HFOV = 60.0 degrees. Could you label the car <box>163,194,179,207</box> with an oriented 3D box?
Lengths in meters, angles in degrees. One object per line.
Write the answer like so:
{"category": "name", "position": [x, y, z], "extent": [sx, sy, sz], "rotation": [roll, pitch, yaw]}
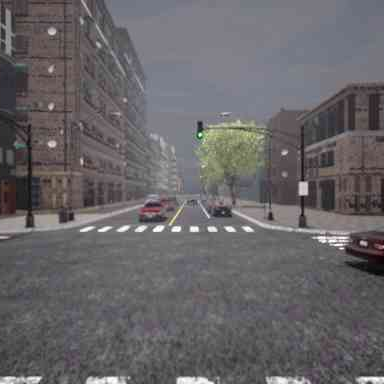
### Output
{"category": "car", "position": [-3.049, 1.470, 51.952], "extent": [1.837, 1.490, 4.892], "rotation": [0, 0, 0]}

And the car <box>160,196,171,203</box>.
{"category": "car", "position": [-5.666, 1.527, 70.702], "extent": [2.008, 1.369, 4.403], "rotation": [0, 0, 0]}

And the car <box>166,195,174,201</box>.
{"category": "car", "position": [-5.660, 1.519, 87.623], "extent": [1.752, 1.417, 4.829], "rotation": [0, 0, 0]}

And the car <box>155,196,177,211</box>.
{"category": "car", "position": [-3.061, 1.493, 39.717], "extent": [1.812, 1.442, 4.674], "rotation": [0, 0, -1]}

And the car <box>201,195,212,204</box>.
{"category": "car", "position": [2.713, 1.412, 65.001], "extent": [1.967, 1.590, 4.097], "rotation": [0, 0, 0]}

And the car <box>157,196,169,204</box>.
{"category": "car", "position": [-5.668, 1.538, 65.006], "extent": [1.947, 1.339, 4.313], "rotation": [0, 0, 0]}

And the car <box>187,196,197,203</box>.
{"category": "car", "position": [0.025, 1.516, 68.010], "extent": [1.994, 1.385, 4.181], "rotation": [0, 0, 0]}

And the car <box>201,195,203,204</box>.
{"category": "car", "position": [2.711, 1.519, 59.304], "extent": [2.008, 1.369, 4.403], "rotation": [0, 0, 0]}

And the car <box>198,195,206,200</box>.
{"category": "car", "position": [2.723, 1.550, 93.485], "extent": [2.008, 1.369, 4.403], "rotation": [0, 0, 0]}

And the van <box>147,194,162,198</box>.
{"category": "van", "position": [-5.674, 1.307, 47.915], "extent": [1.690, 1.788, 3.998], "rotation": [0, 0, 0]}

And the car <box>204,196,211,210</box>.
{"category": "car", "position": [2.703, 1.408, 36.517], "extent": [1.967, 1.590, 4.097], "rotation": [0, 0, 0]}

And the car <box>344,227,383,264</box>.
{"category": "car", "position": [7.484, 1.563, 10.090], "extent": [5.357, 1.411, 2.033], "rotation": [1, 0, -9]}

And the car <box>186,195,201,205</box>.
{"category": "car", "position": [0.022, 1.459, 57.586], "extent": [2.128, 1.511, 4.902], "rotation": [0, 0, 0]}

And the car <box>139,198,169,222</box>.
{"category": "car", "position": [-3.060, 1.497, 26.518], "extent": [1.812, 1.442, 4.674], "rotation": [0, 0, 0]}

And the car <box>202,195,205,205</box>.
{"category": "car", "position": [2.705, 1.407, 42.213], "extent": [1.967, 1.590, 4.097], "rotation": [0, 0, 0]}

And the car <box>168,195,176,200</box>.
{"category": "car", "position": [-5.658, 1.545, 93.490], "extent": [1.887, 1.381, 4.507], "rotation": [0, 0, 0]}

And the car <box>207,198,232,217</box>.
{"category": "car", "position": [2.701, 1.521, 30.820], "extent": [2.008, 1.369, 4.403], "rotation": [0, 0, 0]}
